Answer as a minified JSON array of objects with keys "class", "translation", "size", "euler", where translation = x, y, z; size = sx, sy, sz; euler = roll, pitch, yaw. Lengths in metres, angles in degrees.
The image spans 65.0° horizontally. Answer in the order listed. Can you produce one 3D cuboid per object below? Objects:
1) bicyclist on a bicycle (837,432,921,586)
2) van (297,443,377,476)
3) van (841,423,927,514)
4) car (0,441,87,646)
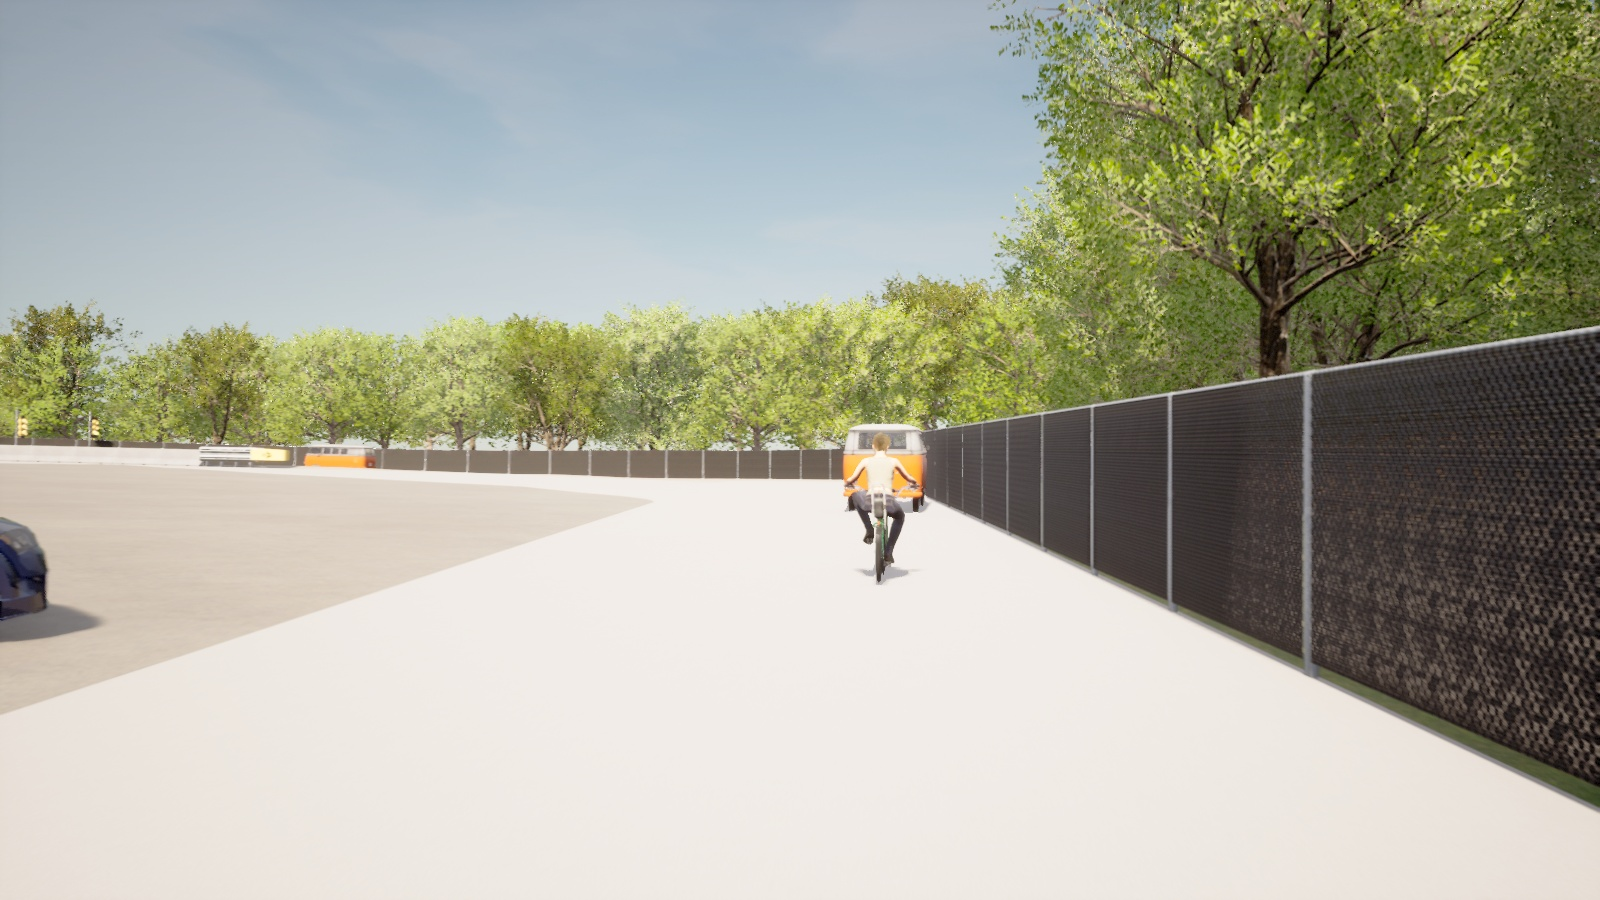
[{"class":"bicyclist on a bicycle","translation":[0.901,0.620,13.950],"size":[0.866,1.612,1.509],"euler":[0,0,6]},{"class":"van","translation":[-29.599,0.609,80.294],"size":[4.442,1.987,1.775],"euler":[1,-2,7]},{"class":"van","translation":[2.064,0.387,29.741],"size":[1.775,1.987,4.442],"euler":[0,0,7]},{"class":"car","translation":[-7.411,0.588,8.328],"size":[1.994,1.385,4.181],"euler":[4,0,42]}]
